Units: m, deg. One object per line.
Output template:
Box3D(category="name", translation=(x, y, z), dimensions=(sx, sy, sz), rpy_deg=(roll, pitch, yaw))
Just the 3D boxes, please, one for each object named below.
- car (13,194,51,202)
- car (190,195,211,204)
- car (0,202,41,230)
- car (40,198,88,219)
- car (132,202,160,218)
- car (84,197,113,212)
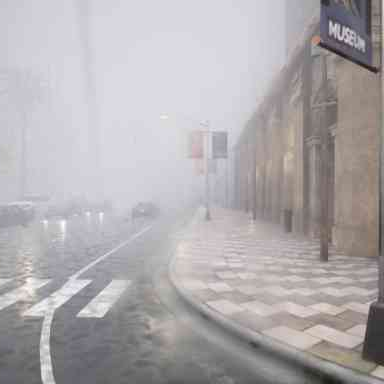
Box3D(category="car", translation=(-14.737, 1.221, 30.485), dimensions=(2.150, 2.045, 5.566), rpy_deg=(0, 0, 2))
Box3D(category="car", translation=(1.770, 1.340, 65.890), dimensions=(4.553, 1.767, 2.097), rpy_deg=(0, 1, -43))
Box3D(category="car", translation=(-11.627, 1.547, 20.176), dimensions=(2.033, 1.411, 5.357), rpy_deg=(0, 0, 2))
Box3D(category="car", translation=(-11.267, 1.525, 29.597), dimensions=(1.812, 1.442, 4.674), rpy_deg=(0, 0, 3))
Box3D(category="car", translation=(-4.138, 1.573, 30.236), dimensions=(1.994, 1.385, 4.181), rpy_deg=(0, 0, 2))
Box3D(category="car", translation=(-10.823, 1.525, 39.477), dimensions=(1.812, 1.442, 4.674), rpy_deg=(0, 0, 3))
